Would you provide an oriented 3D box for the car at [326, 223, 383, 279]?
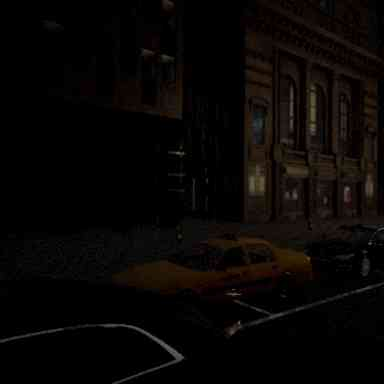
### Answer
[{"bbox_3d":[5.298,1.684,10.397,4.403,1.369,2.008,1,-1,-35],"label":"car"}]

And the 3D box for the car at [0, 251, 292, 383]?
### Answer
[{"bbox_3d":[-1.700,1.505,2.163,4.892,1.490,1.837,1,-1,-35],"label":"car"}]

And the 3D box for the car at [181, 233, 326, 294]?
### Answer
[{"bbox_3d":[0.574,1.586,7.042,4.829,1.417,1.752,1,-1,-35],"label":"car"}]
